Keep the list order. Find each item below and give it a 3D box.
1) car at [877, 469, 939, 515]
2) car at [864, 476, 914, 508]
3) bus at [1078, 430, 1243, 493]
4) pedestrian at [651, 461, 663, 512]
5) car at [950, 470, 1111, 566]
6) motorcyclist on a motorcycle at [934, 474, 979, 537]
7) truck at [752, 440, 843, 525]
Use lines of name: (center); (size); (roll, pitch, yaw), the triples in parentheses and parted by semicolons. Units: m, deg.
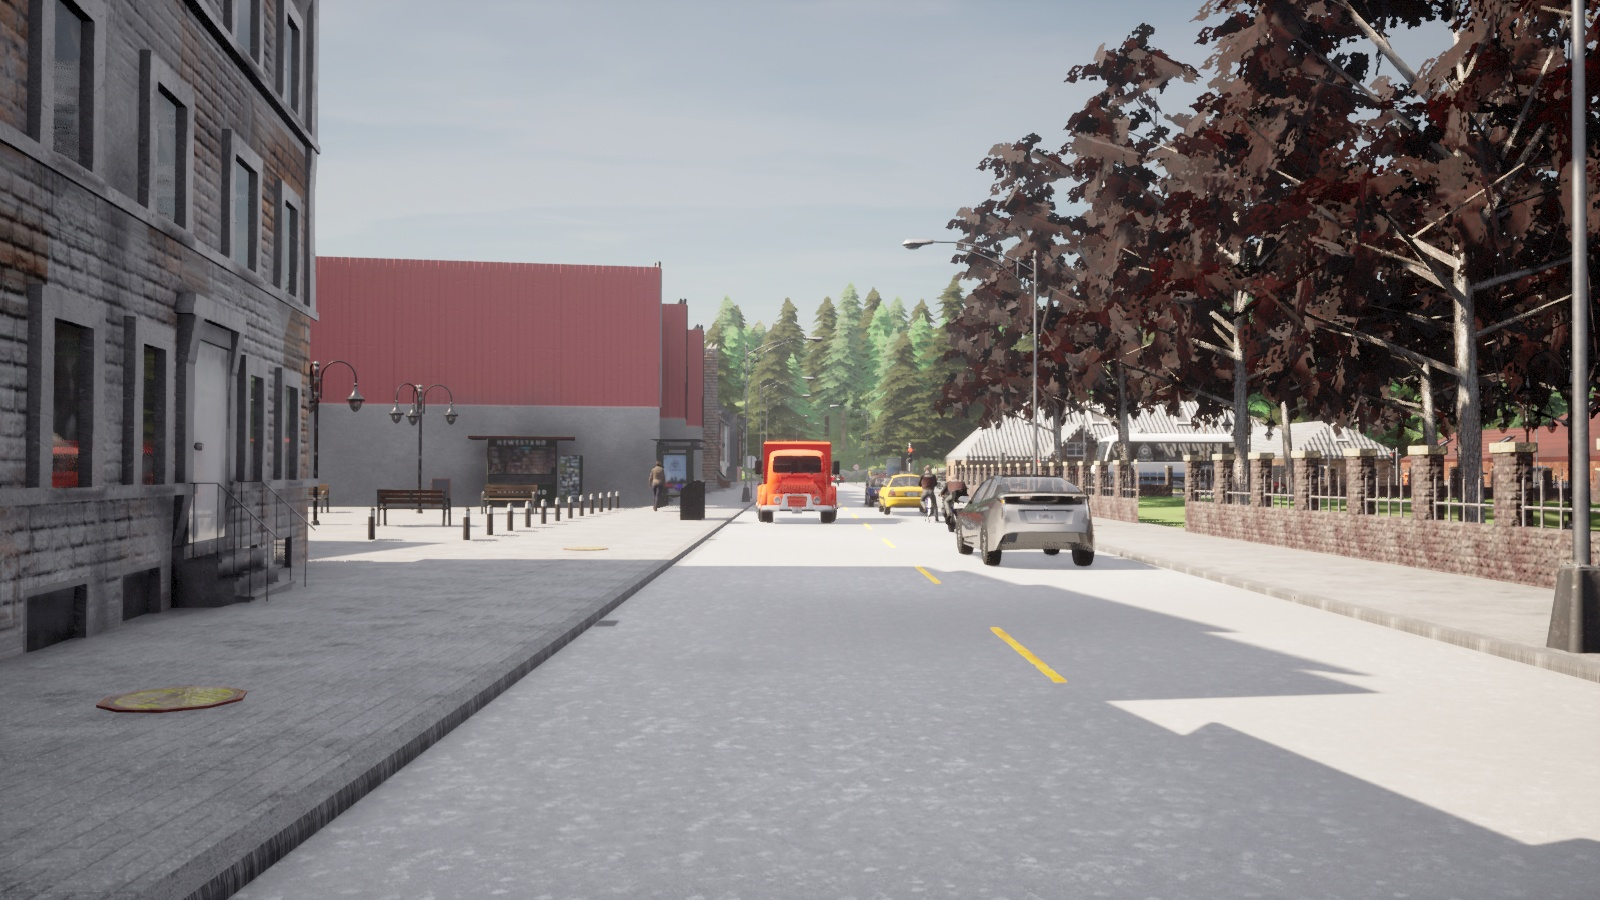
car: (3.914, 1.511, 46.176); (1.801, 1.575, 5.366); (0, -1, 0)
car: (3.905, 1.834, 55.799); (1.895, 1.301, 4.718); (0, -1, 0)
bus: (24.866, 0.797, 87.054); (10.273, 4.253, 3.944); (0, -1, 0)
pedestrian: (-5.069, 1.287, 44.435); (0.328, 1.805, 0.869); (0, -1, -1)
car: (3.945, 1.118, 22.252); (2.007, 1.525, 4.514); (0, -1, 0)
motorcyclist on a motorcycle: (3.931, 1.364, 31.676); (0.866, 1.530, 2.191); (0, -1, 0)
truck: (-0.079, 0.979, 38.860); (2.627, 2.467, 5.204); (0, -1, 0)
